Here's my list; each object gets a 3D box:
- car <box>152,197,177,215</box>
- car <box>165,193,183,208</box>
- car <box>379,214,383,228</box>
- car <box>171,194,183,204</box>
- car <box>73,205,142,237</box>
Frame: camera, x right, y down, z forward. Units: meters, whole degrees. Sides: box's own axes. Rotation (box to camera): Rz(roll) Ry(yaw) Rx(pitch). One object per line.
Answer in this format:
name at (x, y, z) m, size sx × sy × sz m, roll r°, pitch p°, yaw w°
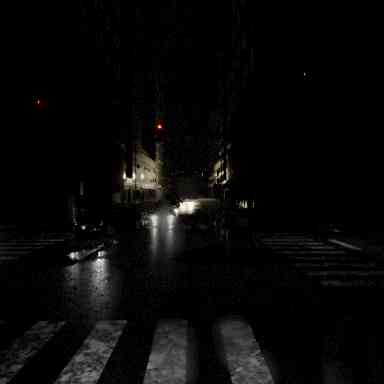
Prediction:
car at (-2.857, 1.514, 34.123) m, size 1.812 × 1.442 × 4.674 m, roll 0°, pitch 0°, yaw 0°
car at (-2.862, 1.202, 46.911) m, size 2.150 × 2.045 × 5.566 m, roll 0°, pitch 0°, yaw 0°
car at (12.342, 1.282, 16.851) m, size 5.009 × 1.841 × 2.192 m, roll 0°, pitch 0°, yaw 0°
car at (-2.778, 1.234, 63.347) m, size 2.097 × 1.767 × 4.553 m, roll 0°, pitch 0°, yaw 0°
car at (-4.447, 1.498, 18.251) m, size 1.837 × 1.490 × 4.892 m, roll 1°, pitch 0°, yaw 18°
